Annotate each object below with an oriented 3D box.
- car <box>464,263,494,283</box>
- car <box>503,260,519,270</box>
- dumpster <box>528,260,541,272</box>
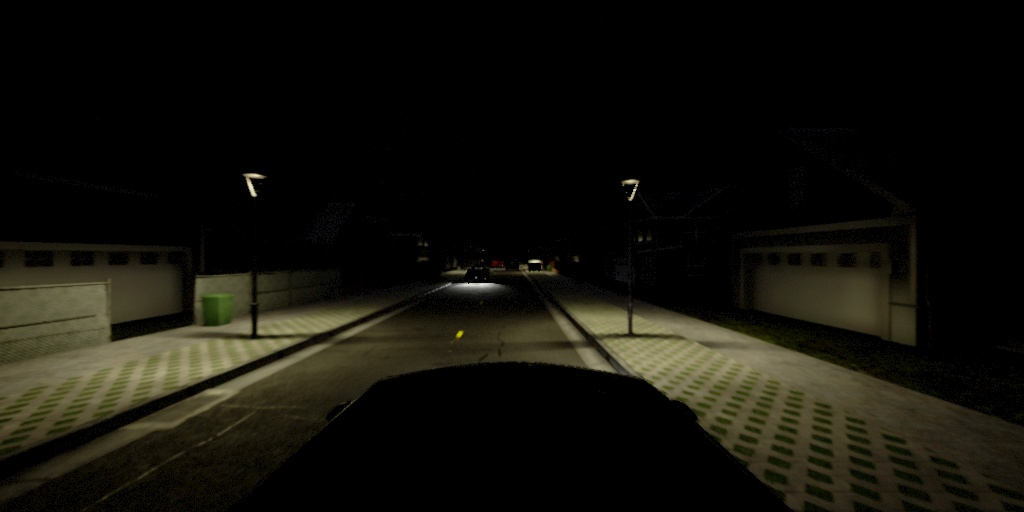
[{"bbox_3d":[-2.822,1.516,30.162,1.994,1.385,4.181,0,0,0],"label":"car"},{"bbox_3d":[0.071,1.506,60.293,2.097,1.767,4.553,0,0,0],"label":"car"},{"bbox_3d":[3.051,1.470,49.602,1.020,1.700,1.940,0,0,0],"label":"dumpster"}]
